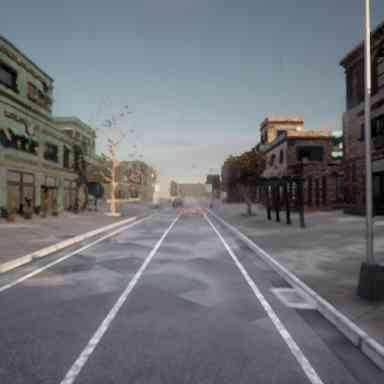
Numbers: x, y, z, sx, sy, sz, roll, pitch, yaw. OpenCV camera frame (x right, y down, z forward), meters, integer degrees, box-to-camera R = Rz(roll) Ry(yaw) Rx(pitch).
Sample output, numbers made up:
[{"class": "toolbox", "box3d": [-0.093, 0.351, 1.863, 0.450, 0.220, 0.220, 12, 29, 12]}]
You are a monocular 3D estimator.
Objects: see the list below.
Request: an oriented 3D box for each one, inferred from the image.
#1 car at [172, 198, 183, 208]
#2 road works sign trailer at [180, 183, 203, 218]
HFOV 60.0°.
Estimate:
[{"class": "car", "box3d": [-3.008, 2.286, 70.965, 2.150, 2.045, 5.566, 0, -1, 0]}, {"class": "road works sign trailer", "box3d": [-0.004, 0.872, 34.649, 2.380, 3.560, 2.880, 0, -1, 0]}]
